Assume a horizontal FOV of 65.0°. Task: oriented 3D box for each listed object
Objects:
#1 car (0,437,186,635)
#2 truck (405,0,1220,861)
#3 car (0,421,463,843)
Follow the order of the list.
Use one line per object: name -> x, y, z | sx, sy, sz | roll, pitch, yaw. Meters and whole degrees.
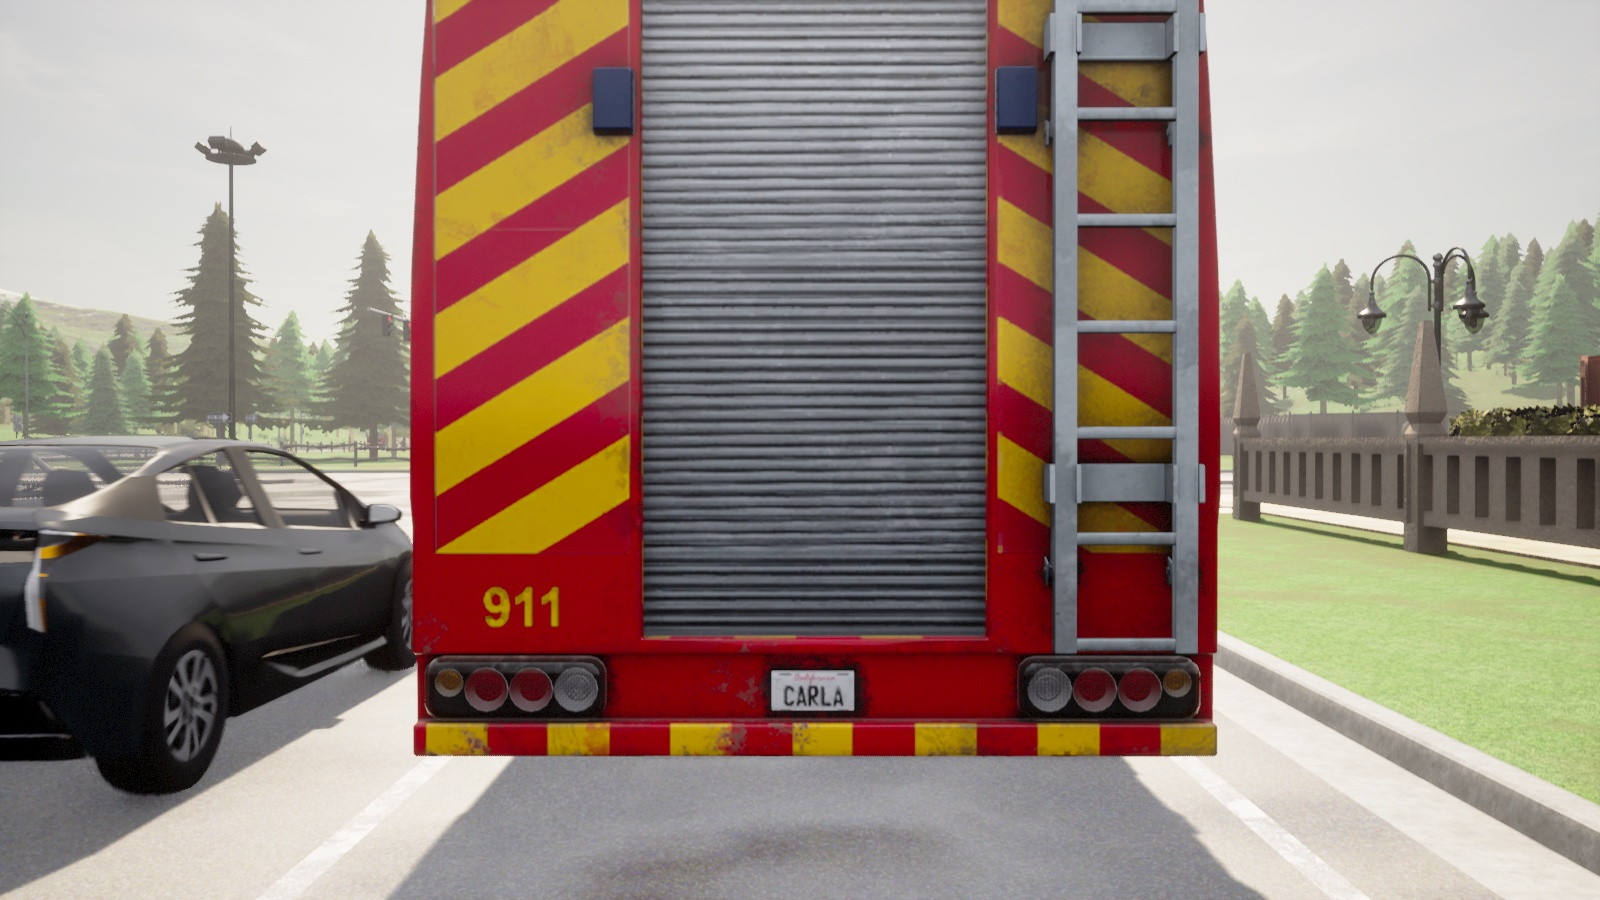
car -> -6.926, 0.634, 10.228 | 1.970, 1.475, 3.806 | 0, 0, 0
truck -> 0.066, -0.480, 8.700 | 2.891, 3.827, 8.468 | 0, 0, 0
car -> -3.446, 0.642, 6.798 | 2.007, 1.525, 4.514 | 0, 0, 0
